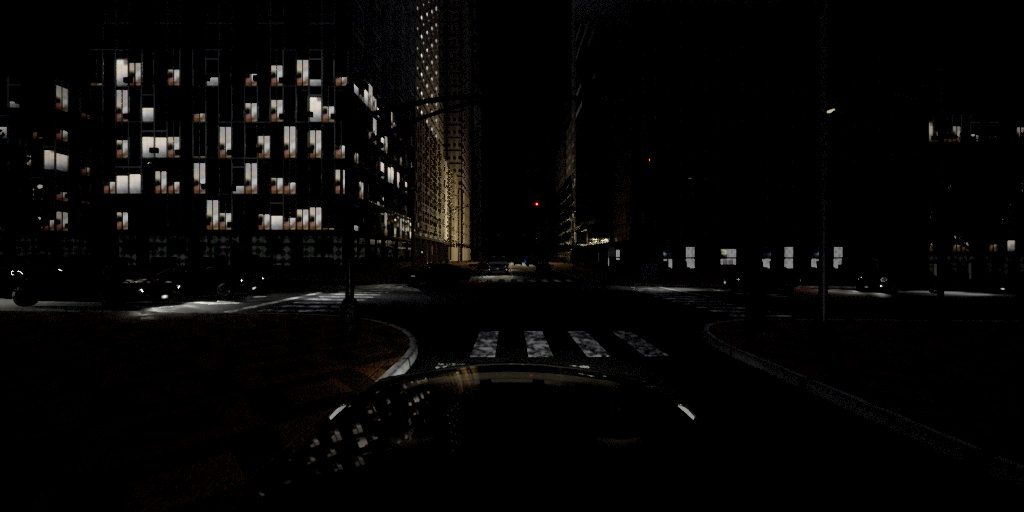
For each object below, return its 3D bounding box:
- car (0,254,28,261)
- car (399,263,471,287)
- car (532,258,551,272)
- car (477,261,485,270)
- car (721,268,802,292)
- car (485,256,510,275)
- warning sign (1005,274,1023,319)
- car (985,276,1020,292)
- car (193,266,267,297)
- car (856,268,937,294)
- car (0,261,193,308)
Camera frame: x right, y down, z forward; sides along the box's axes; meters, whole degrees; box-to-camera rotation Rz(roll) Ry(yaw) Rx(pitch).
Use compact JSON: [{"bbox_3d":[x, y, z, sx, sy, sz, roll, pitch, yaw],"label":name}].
[{"bbox_3d":[-22.915,0.706,15.919,4.553,1.767,2.097,1,0,-3],"label":"car"},{"bbox_3d":[-5.210,1.217,24.726,5.008,1.535,1.882,2,2,-41],"label":"car"},{"bbox_3d":[3.959,1.329,45.558,1.948,1.339,4.313,0,0,0],"label":"car"},{"bbox_3d":[-3.990,1.342,51.056,1.802,1.307,4.207,0,0,0],"label":"car"},{"bbox_3d":[16.902,1.569,24.442,4.902,1.511,2.128,1,0,-3],"label":"car"},{"bbox_3d":[-1.492,0.989,39.948,2.150,2.045,5.566,0,0,0],"label":"car"},{"bbox_3d":[17.282,1.204,11.746,1.060,1.860,1.300,0,0,-3],"label":"warning sign"},{"bbox_3d":[36.763,2.035,25.339,4.718,1.301,1.895,1,0,-2],"label":"car"},{"bbox_3d":[-14.010,1.118,16.322,4.718,1.301,1.895,1,0,-3],"label":"car"},{"bbox_3d":[26.748,1.606,24.889,4.553,1.767,2.097,1,0,-3],"label":"car"},{"bbox_3d":[-15.289,1.042,13.042,5.357,1.411,2.033,1,0,0],"label":"car"}]
